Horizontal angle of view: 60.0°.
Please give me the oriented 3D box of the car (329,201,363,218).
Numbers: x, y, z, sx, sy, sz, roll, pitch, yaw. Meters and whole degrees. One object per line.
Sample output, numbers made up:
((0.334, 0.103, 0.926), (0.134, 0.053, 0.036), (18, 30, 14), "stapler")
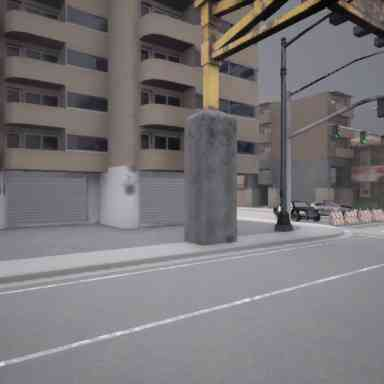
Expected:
((11.915, 1.453, 28.533), (4.974, 1.542, 2.038), (0, 0, 35), "car")

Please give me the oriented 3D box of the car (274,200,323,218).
((8.321, 1.295, 26.449), (1.853, 1.218, 4.536), (0, 0, -10), "car")

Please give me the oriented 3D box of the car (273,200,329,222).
((8.331, 1.453, 26.398), (2.038, 1.542, 4.974), (0, 0, -10), "car")

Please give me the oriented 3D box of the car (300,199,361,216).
((11.872, 1.295, 28.562), (4.536, 1.218, 1.853), (0, 0, 35), "car")
